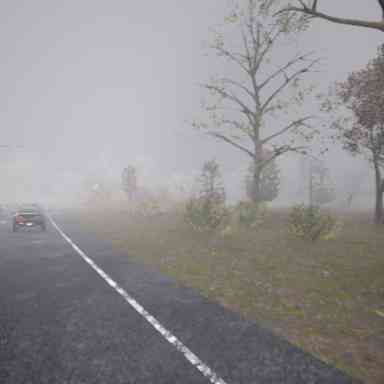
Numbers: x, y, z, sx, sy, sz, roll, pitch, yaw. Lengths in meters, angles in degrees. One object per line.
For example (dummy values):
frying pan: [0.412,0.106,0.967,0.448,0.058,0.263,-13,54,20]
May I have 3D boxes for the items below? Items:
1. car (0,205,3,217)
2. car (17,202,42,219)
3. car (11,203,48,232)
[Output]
car: [-18.929,1.581,30.943,2.097,1.767,4.553,0,0,-25]
car: [-16.441,1.779,33.832,2.033,1.411,5.357,0,0,-24]
car: [-10.508,1.641,21.569,1.837,1.490,4.892,0,0,-26]
